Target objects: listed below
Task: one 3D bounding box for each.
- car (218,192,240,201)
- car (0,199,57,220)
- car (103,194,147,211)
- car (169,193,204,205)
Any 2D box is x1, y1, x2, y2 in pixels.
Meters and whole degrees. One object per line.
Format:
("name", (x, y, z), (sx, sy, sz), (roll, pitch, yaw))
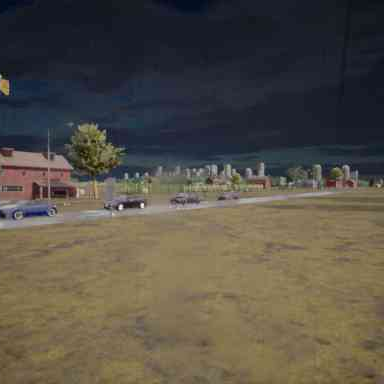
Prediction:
("car", (5.545, 0.642, 49.687), (1.994, 1.385, 4.181), (1, 2, 36))
("car", (-12.369, 1.267, 25.014), (1.994, 1.385, 4.181), (1, 2, 34))
("car", (-6.566, 1.009, 33.027), (1.837, 1.490, 4.892), (1, 2, 36))
("car", (-0.562, 0.843, 41.321), (2.033, 1.411, 5.357), (1, 2, 36))
